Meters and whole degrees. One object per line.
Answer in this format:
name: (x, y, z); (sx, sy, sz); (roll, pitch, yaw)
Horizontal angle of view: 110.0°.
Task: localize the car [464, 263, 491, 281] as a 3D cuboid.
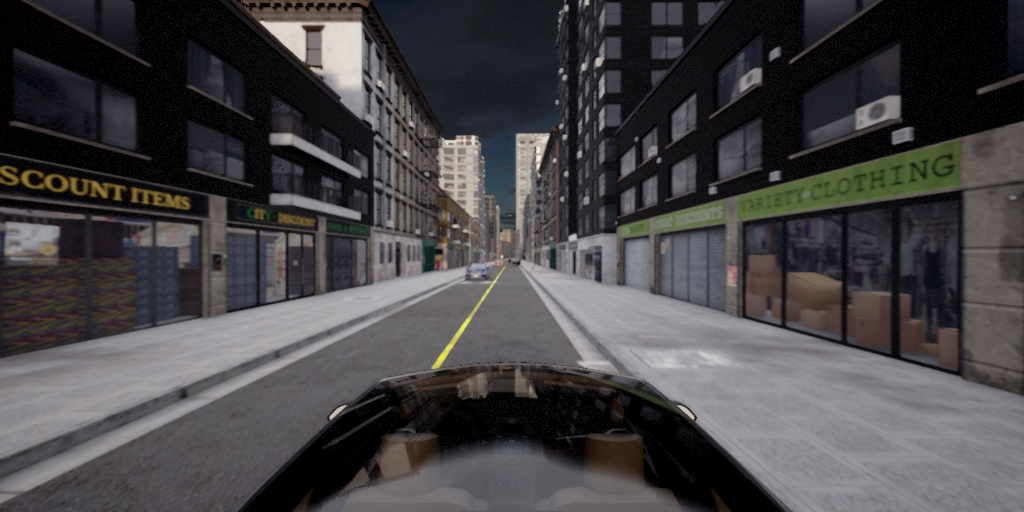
car: (-2.829, 1.313, 30.401); (1.812, 1.442, 4.674); (0, 0, 0)
